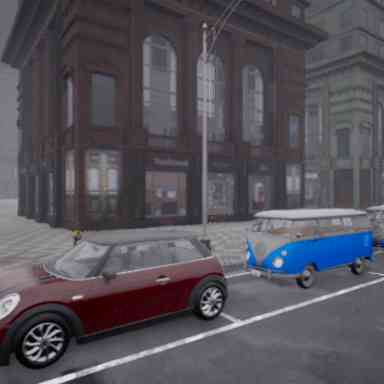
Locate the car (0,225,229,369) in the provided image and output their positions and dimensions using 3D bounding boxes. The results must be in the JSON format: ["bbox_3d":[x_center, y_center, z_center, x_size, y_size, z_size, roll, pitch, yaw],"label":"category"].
[{"bbox_3d":[-1.389,1.444,5.660,4.097,1.590,1.967,0,0,-36],"label":"car"}]

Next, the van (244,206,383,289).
[{"bbox_3d":[3.199,1.357,8.934,3.998,1.788,1.690,0,0,-36],"label":"van"}]
